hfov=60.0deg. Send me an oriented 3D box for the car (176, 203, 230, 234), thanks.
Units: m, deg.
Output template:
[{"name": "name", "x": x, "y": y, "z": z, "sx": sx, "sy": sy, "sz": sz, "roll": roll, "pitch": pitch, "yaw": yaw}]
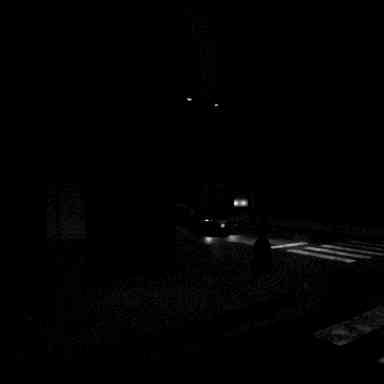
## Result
[{"name": "car", "x": 0.079, "y": 1.406, "z": 18.631, "sx": 2.128, "sy": 1.511, "sz": 4.902, "roll": 0, "pitch": 0, "yaw": -37}]
